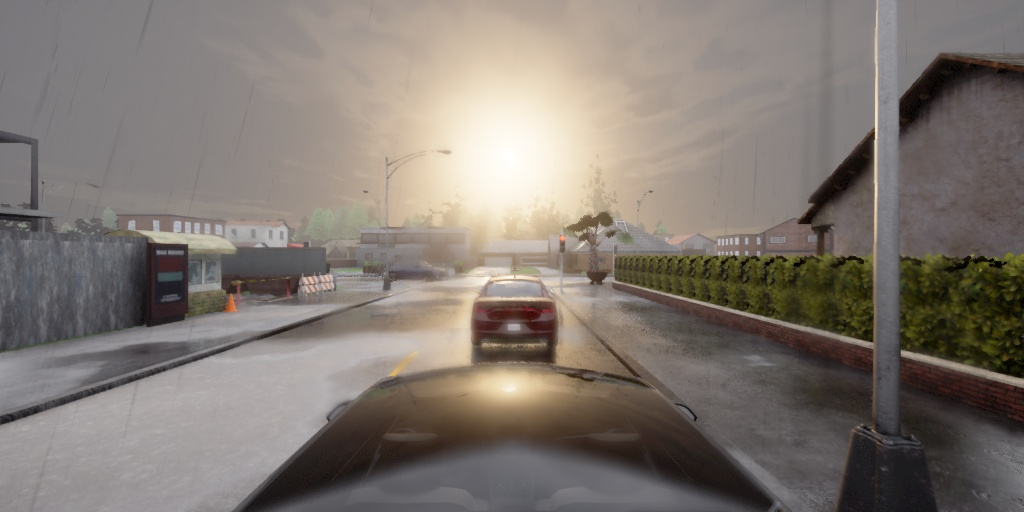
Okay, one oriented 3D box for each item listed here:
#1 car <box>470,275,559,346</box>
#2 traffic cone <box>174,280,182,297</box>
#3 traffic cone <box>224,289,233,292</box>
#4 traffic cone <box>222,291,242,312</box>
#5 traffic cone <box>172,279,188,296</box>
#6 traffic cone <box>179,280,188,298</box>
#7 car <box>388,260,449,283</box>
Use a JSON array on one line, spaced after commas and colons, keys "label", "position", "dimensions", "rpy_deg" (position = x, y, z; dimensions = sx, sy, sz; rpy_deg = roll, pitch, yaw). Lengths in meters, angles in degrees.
[{"label": "car", "position": [0.079, 1.228, 9.422], "dimensions": [1.882, 1.535, 5.008], "rpy_deg": [0, 0, 1]}, {"label": "traffic cone", "position": [-15.771, 1.558, 17.223], "dimensions": [0.344, 0.586, 0.344], "rpy_deg": [0, 0, 0]}, {"label": "traffic cone", "position": [-10.339, 1.568, 12.789], "dimensions": [0.344, 0.586, 0.344], "rpy_deg": [0, 0, 0]}, {"label": "traffic cone", "position": [-9.621, 1.598, 12.266], "dimensions": [0.344, 0.586, 0.344], "rpy_deg": [0, 0, 0]}, {"label": "traffic cone", "position": [-16.806, 1.582, 18.227], "dimensions": [0.344, 0.586, 0.344], "rpy_deg": [0, 0, 0]}, {"label": "traffic cone", "position": [-15.203, 1.561, 16.859], "dimensions": [0.344, 0.586, 0.344], "rpy_deg": [0, 0, 0]}, {"label": "car", "position": [-7.195, 1.101, 27.545], "dimensions": [4.553, 1.767, 2.097], "rpy_deg": [0, 0, 16]}]
